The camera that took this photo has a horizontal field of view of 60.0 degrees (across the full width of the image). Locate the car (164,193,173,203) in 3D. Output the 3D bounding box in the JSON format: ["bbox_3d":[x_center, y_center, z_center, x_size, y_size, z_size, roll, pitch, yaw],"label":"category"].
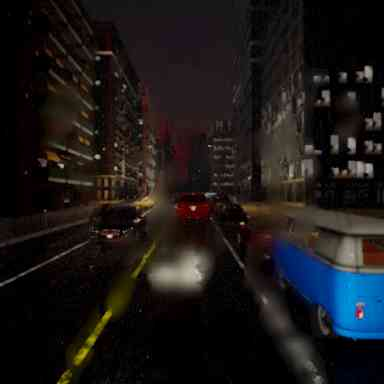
[{"bbox_3d":[-3.102,1.188,56.744,2.033,1.411,5.357,0,0,1],"label":"car"}]

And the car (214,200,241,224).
[{"bbox_3d":[2.683,1.437,22.788,1.802,1.307,4.206,1,0,0],"label":"car"}]

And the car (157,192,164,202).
[{"bbox_3d":[-5.723,1.211,49.644,1.752,1.417,4.829,1,0,0],"label":"car"}]

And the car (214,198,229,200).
[{"bbox_3d":[2.677,1.405,27.816,1.802,1.307,4.206,1,0,0],"label":"car"}]

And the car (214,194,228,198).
[{"bbox_3d":[2.677,1.104,33.321,2.192,1.841,5.009,1,0,0],"label":"car"}]

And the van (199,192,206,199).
[{"bbox_3d":[2.628,0.818,82.893,1.690,1.788,3.998,1,0,0],"label":"van"}]

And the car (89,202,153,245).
[{"bbox_3d":[-3.113,1.409,14.982,1.837,1.490,4.892,0,0,0],"label":"car"}]

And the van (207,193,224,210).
[{"bbox_3d":[2.671,1.095,38.829,1.690,1.788,3.998,1,0,0],"label":"van"}]

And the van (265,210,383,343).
[{"bbox_3d":[2.704,1.302,6.144,1.690,1.788,3.998,1,0,0],"label":"van"}]

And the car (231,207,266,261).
[{"bbox_3d":[2.694,1.470,11.693,1.887,1.381,4.507,1,0,0],"label":"car"}]

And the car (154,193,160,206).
[{"bbox_3d":[-5.717,1.246,44.133,1.752,1.417,4.829,1,0,0],"label":"car"}]

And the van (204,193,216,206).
[{"bbox_3d":[2.660,1.026,49.845,1.690,1.788,3.998,1,0,0],"label":"van"}]

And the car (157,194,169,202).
[{"bbox_3d":[-5.739,1.125,66.347,1.887,1.381,4.507,1,0,0],"label":"car"}]

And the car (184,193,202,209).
[{"bbox_3d":[0.061,1.092,41.044,2.097,1.767,4.553,0,0,0],"label":"car"}]

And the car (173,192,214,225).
[{"bbox_3d":[0.079,1.078,22.778,2.150,2.045,5.566,0,0,0],"label":"car"}]

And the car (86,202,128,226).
[{"bbox_3d":[-5.665,1.438,22.676,1.802,1.307,4.206,1,0,0],"label":"car"}]

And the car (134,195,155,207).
[{"bbox_3d":[-5.712,1.280,38.621,1.752,1.417,4.829,1,0,0],"label":"car"}]

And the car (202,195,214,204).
[{"bbox_3d":[2.650,1.232,55.354,1.802,1.307,4.206,1,0,0],"label":"car"}]

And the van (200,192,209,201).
[{"bbox_3d":[2.639,0.887,71.876,1.690,1.788,3.998,1,0,0],"label":"van"}]
